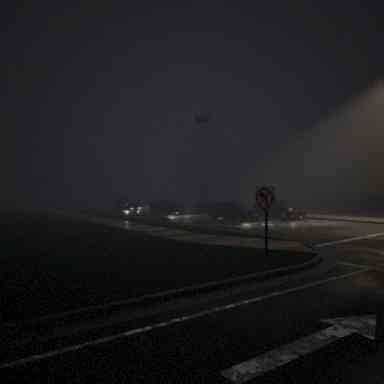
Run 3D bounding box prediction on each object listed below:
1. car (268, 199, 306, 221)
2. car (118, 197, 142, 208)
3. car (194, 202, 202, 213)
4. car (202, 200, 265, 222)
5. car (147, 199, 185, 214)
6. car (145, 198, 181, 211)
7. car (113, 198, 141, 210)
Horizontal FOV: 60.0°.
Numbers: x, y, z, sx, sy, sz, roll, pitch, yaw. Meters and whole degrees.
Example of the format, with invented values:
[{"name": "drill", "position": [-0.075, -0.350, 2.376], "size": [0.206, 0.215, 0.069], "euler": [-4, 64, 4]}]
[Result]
[{"name": "car", "position": [7.106, 1.352, 27.534], "size": [2.097, 1.767, 4.553], "euler": [0, 0, -36]}, {"name": "car", "position": [-9.444, 1.564, 50.376], "size": [1.994, 1.385, 4.181], "euler": [0, 0, -36]}, {"name": "car", "position": [2.035, 1.564, 34.500], "size": [1.994, 1.385, 4.181], "euler": [0, 0, -36]}, {"name": "car", "position": [3.309, 1.478, 26.800], "size": [1.882, 1.535, 5.008], "euler": [0, 0, -36]}, {"name": "car", "position": [-2.657, 1.478, 34.994], "size": [1.882, 1.535, 5.008], "euler": [0, 0, -36]}, {"name": "car", "position": [-3.809, 1.548, 42.527], "size": [2.033, 1.411, 5.357], "euler": [0, 0, -36]}, {"name": "car", "position": [-8.703, 1.504, 43.332], "size": [1.837, 1.490, 4.892], "euler": [0, 0, -36]}]
